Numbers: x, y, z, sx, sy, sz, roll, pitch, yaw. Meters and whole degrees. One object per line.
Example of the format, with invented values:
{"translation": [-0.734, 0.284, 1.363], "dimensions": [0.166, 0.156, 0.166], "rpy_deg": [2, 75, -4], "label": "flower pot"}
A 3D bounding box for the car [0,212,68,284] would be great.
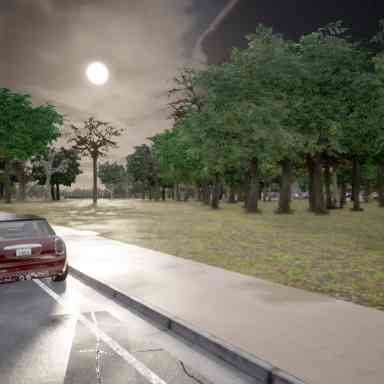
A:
{"translation": [-5.045, 1.353, 9.052], "dimensions": [2.097, 1.767, 4.553], "rpy_deg": [0, 0, -38], "label": "car"}
